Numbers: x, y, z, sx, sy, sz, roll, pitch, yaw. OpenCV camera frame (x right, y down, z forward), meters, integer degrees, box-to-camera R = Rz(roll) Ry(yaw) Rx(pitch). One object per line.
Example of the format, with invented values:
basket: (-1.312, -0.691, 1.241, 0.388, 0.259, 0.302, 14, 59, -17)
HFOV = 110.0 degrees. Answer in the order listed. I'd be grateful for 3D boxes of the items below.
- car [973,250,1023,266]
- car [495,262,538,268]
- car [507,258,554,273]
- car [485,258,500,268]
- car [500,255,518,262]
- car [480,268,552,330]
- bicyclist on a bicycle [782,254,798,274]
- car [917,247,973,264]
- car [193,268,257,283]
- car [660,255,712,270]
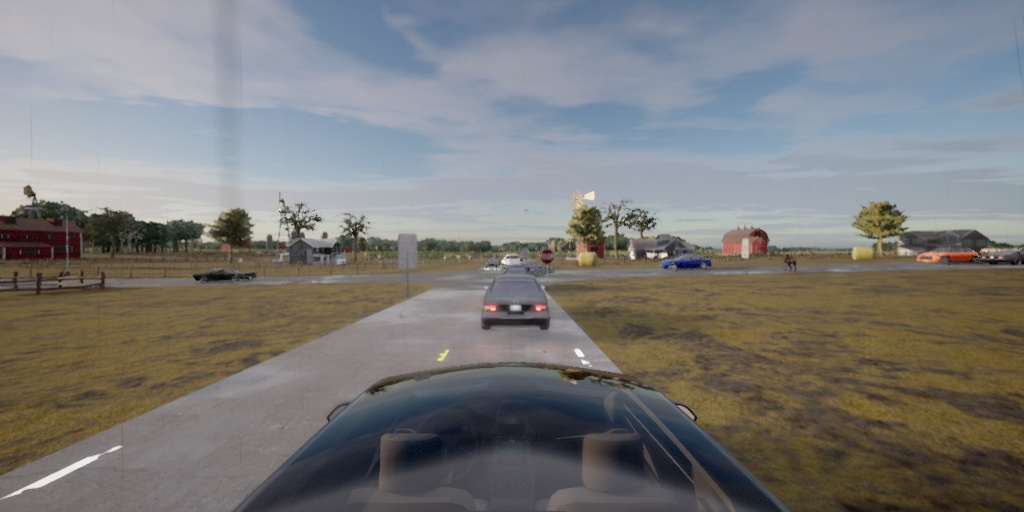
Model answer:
car: (47.336, 0.130, 33.485, 5.357, 1.411, 2.033, -1, 1, 0)
car: (0.381, 1.249, 21.734, 1.994, 1.385, 4.181, 0, 0, 5)
car: (1.837, 1.140, 33.352, 4.181, 1.385, 1.994, -1, 0, 0)
car: (-3.051, 1.109, 55.682, 1.837, 1.490, 4.892, 0, 0, -1)
car: (-0.142, 0.836, 49.230, 2.150, 2.045, 5.566, -1, 0, -4)
car: (0.088, 1.266, 10.964, 2.033, 1.411, 5.357, 0, 0, 0)
bicyclist on a bicycle: (22.819, 0.662, 29.483, 0.582, 1.620, 1.656, -1, 0, 0)
car: (45.021, -0.103, 37.089, 4.553, 1.767, 2.097, -1, 1, 0)
car: (-26.474, 1.789, 33.264, 4.718, 1.301, 1.895, -1, 1, 0)
car: (17.891, 0.640, 37.064, 5.008, 1.535, 1.882, -1, 1, 0)
